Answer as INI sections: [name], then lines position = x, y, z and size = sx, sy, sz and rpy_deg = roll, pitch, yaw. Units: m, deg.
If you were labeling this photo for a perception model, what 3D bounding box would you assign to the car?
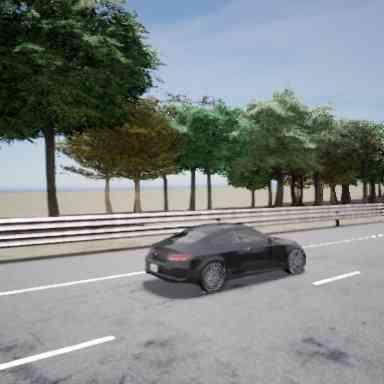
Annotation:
[car]
position = 1.030, 1.535, 8.814
size = 4.674, 1.442, 1.812
rpy_deg = 0, 0, -35
